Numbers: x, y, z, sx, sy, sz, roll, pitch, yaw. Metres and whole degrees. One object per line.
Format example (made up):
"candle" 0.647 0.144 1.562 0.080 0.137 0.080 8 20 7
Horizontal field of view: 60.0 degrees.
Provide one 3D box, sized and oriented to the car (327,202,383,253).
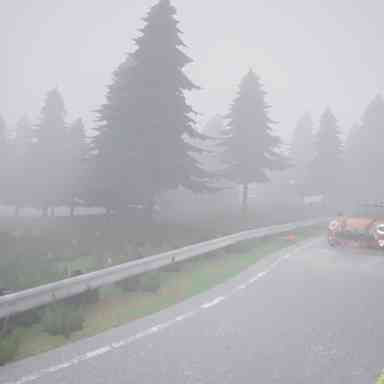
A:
"car" 7.042 1.228 13.195 2.097 1.767 4.553 2 1 40
